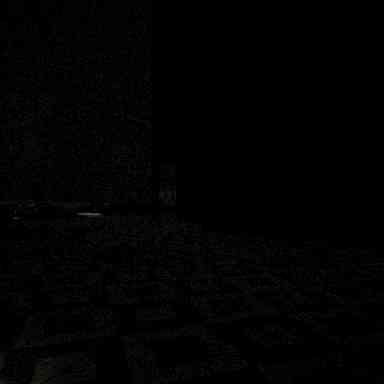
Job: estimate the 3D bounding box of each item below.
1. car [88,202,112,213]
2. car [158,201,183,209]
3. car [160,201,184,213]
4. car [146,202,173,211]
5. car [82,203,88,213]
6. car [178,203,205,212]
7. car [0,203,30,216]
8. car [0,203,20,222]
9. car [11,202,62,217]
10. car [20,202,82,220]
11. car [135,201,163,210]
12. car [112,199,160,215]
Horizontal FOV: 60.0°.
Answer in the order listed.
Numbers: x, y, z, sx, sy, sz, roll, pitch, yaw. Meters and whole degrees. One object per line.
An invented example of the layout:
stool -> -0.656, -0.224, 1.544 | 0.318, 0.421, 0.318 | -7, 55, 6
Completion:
car -> -10.873, 2.015, 43.979 | 1.812, 1.442, 4.674 | 0, -1, 35
car -> -3.701, 2.309, 58.677 | 2.008, 1.369, 4.403 | -1, -2, 35
car -> -3.307, 2.117, 44.533 | 1.887, 1.381, 4.507 | -1, -2, 35
car -> -5.020, 2.221, 52.135 | 1.994, 1.385, 4.181 | 0, -1, 37
car -> -13.521, 2.020, 44.887 | 1.887, 1.381, 4.507 | -1, -2, 35
car -> -0.029, 2.249, 49.135 | 1.802, 1.307, 4.206 | -1, -2, 36
car -> -20.067, 1.845, 35.693 | 2.008, 1.369, 4.403 | -1, -1, 35
car -> -16.401, 1.777, 26.145 | 1.947, 1.339, 4.313 | -1, -2, 35
car -> -16.653, 1.855, 35.879 | 1.812, 1.442, 4.674 | 0, -1, 36
car -> -13.030, 1.827, 30.880 | 1.752, 1.417, 4.829 | -1, -2, 35
car -> -6.974, 2.214, 54.080 | 2.008, 1.369, 4.403 | -1, -2, 35
car -> -6.582, 1.794, 39.942 | 2.192, 1.841, 5.009 | -1, -2, 35
